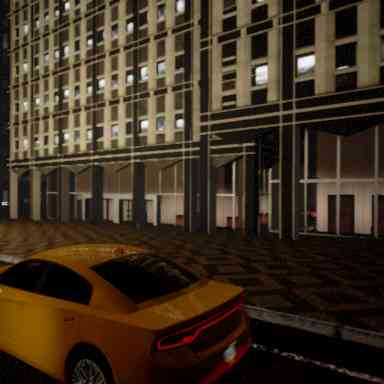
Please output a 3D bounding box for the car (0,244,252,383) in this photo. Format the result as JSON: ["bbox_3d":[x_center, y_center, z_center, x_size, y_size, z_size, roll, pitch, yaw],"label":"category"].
[{"bbox_3d":[-1.622,1.512,4.844,5.008,1.535,1.882,-1,0,36],"label":"car"}]
